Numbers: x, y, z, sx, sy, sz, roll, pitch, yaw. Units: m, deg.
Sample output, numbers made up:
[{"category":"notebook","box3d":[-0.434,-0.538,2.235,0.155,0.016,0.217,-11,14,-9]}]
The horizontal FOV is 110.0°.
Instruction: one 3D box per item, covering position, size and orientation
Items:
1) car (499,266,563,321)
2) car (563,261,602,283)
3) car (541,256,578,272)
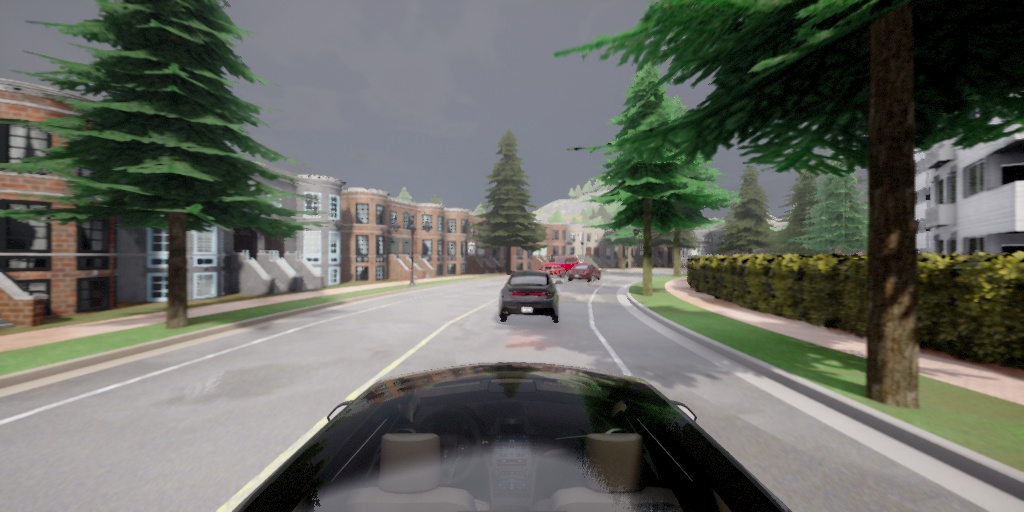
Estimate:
[{"category":"car","box3d":[0.694,1.283,12.574,1.837,1.490,4.892,0,0,6]},{"category":"car","box3d":[5.959,1.351,29.211,1.812,1.442,4.674,0,0,27]},{"category":"car","box3d":[4.696,1.059,34.376,2.150,2.045,5.566,0,0,33]}]
